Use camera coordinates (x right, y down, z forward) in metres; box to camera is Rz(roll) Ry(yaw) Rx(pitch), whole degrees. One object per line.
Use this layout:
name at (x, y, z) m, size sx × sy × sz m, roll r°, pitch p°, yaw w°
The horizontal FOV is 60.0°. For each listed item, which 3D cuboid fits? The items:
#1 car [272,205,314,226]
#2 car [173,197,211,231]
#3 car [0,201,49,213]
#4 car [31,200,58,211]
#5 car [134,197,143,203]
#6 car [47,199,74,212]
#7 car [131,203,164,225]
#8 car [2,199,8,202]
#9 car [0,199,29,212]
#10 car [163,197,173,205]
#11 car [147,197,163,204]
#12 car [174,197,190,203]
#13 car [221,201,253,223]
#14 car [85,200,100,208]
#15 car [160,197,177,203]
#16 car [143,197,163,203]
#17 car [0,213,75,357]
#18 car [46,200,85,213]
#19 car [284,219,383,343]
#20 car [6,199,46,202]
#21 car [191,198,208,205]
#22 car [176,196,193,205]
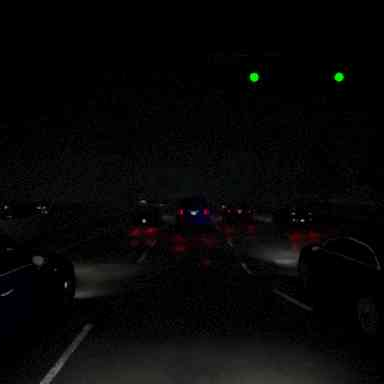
car at (7.097, 1.656, 23.757) m, size 2.128 × 1.511 × 4.902 m, roll 0°, pitch 0°, yaw 0°
car at (0.096, 1.375, 22.178) m, size 2.150 × 2.045 × 5.566 m, roll 0°, pitch 0°, yaw 0°
car at (-14.004, 1.736, 26.966) m, size 2.033 × 1.411 × 5.357 m, roll 0°, pitch 0°, yaw 0°
car at (-21.465, 1.890, 48.655) m, size 2.033 × 1.411 × 5.357 m, roll 0°, pitch 0°, yaw -6°
car at (-11.880, 1.898, 76.737) m, size 2.128 × 1.511 × 4.902 m, roll 0°, pitch 0°, yaw -30°
car at (-17.634, 1.794, 45.001) m, size 1.882 × 1.535 × 5.008 m, roll 0°, pitch 0°, yaw -3°
car at (-3.404, 1.781, 25.877) m, size 1.895 × 1.301 × 4.718 m, roll 0°, pitch 0°, yaw 0°
car at (-21.007, 1.620, 38.248) m, size 2.097 × 1.767 × 4.553 m, roll 0°, pitch 0°, yaw 0°
car at (-24.740, 1.815, 45.995) m, size 2.128 × 1.511 × 4.902 m, roll 0°, pitch 0°, yaw -3°
car at (-4.930, 2.040, 69.286) m, size 1.994 × 1.385 × 4.181 m, roll 0°, pitch 0°, yaw -22°
car at (-8.732, 1.908, 78.266) m, size 2.128 × 1.511 × 4.902 m, roll 0°, pitch 0°, yaw -30°
car at (-2.450, 1.998, 81.351) m, size 1.895 × 1.301 × 4.718 m, roll 0°, pitch 0°, yaw -30°
car at (3.596, 1.542, 27.299) m, size 2.097 × 1.767 × 4.553 m, roll 0°, pitch 0°, yaw 0°
car at (-14.234, 1.803, 46.313) m, size 1.882 × 1.535 × 5.008 m, roll 0°, pitch 0°, yaw -3°
car at (-5.583, 1.918, 79.796) m, size 2.128 × 1.511 × 4.902 m, roll 0°, pitch 0°, yaw -30°
car at (-7.911, 2.073, 67.217) m, size 1.895 × 1.301 × 4.718 m, roll 0°, pitch 0°, yaw -22°
car at (-3.401, 1.385, 4.892) m, size 2.097 × 1.767 × 4.553 m, roll 0°, pitch 0°, yaw 0°
car at (-14.008, 1.806, 36.852) m, size 2.033 × 1.411 × 5.357 m, roll 0°, pitch 0°, yaw 0°
car at (3.598, 1.536, 6.504) m, size 2.128 × 1.511 × 4.902 m, roll 0°, pitch 0°, yaw 0°
car at (-17.506, 1.755, 35.760) m, size 1.837 × 1.490 × 4.892 m, roll 0°, pitch 0°, yaw 0°
car at (1.510, 2.003, 72.025) m, size 1.837 × 1.490 × 4.892 m, roll 0°, pitch 0°, yaw -22°
car at (-1.683, 1.849, 70.579) m, size 2.097 × 1.767 × 4.553 m, roll 0°, pitch 0°, yaw -22°
